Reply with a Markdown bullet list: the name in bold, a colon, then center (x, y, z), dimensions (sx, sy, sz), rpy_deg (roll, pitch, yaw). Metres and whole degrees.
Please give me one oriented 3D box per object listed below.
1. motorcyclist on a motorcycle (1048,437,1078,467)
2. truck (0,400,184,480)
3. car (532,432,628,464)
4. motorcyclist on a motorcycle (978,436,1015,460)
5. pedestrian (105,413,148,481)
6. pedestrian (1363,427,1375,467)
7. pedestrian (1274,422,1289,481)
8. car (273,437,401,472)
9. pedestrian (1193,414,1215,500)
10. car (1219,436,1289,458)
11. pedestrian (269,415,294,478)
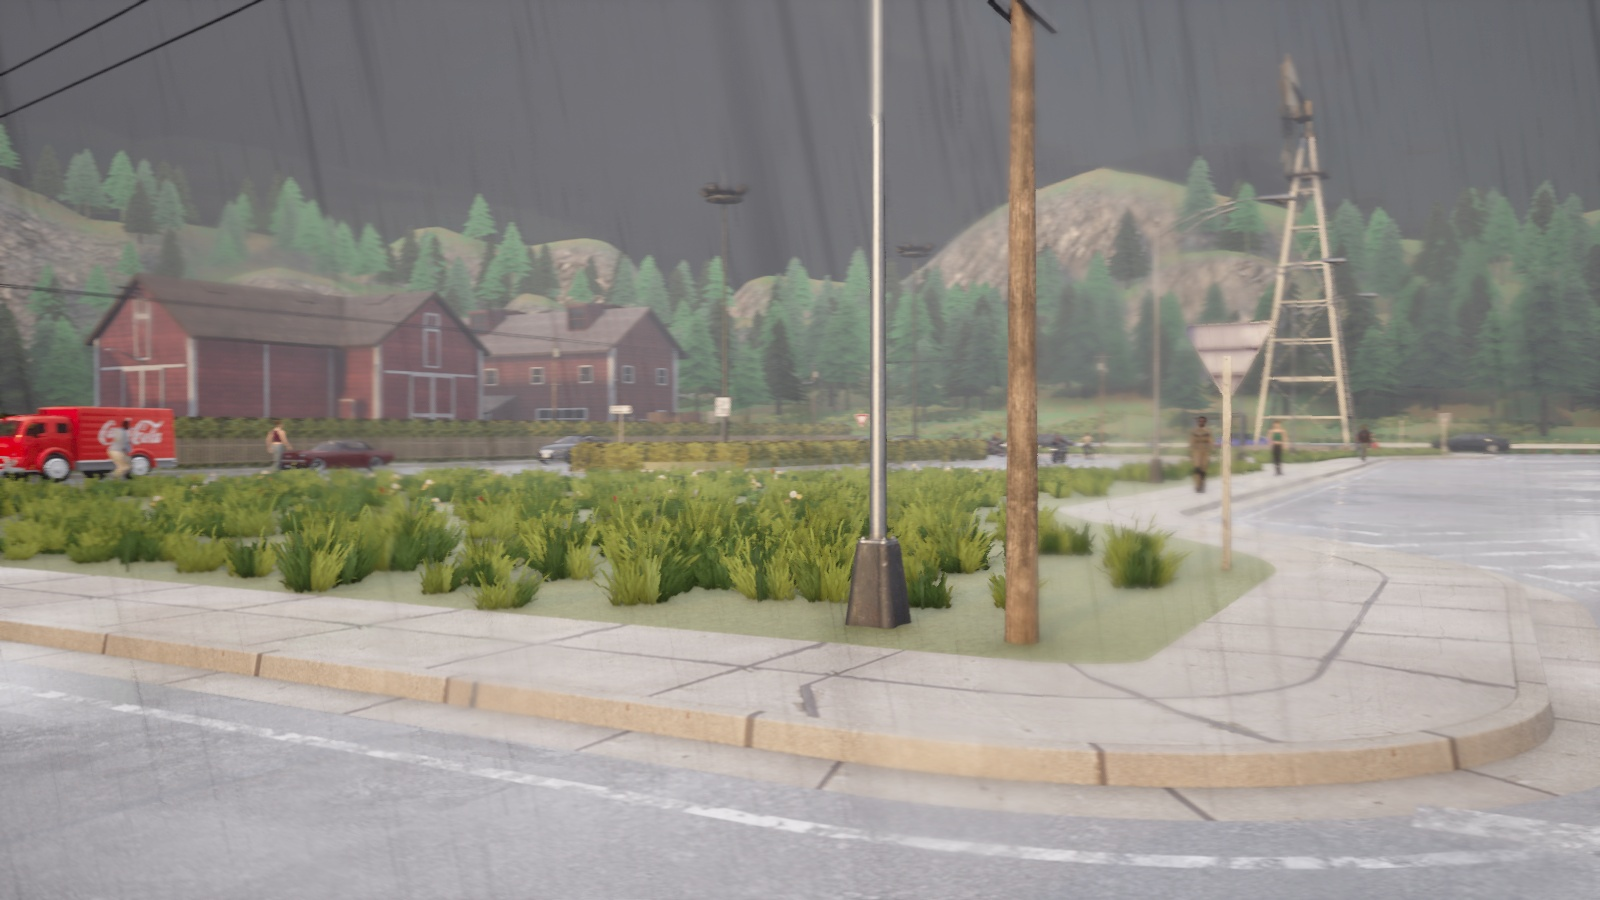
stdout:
- **motorcyclist on a motorcycle**: center (13.502, 0.084, 64.428), dimensions (0.866, 1.530, 2.191), rpy_deg (1, 1, 29)
- **truck**: center (-23.473, -0.353, 41.287), dimensions (2.627, 2.467, 5.204), rpy_deg (1, 1, 28)
- **car**: center (-11.030, -0.127, 63.323), dimensions (2.128, 1.511, 4.902), rpy_deg (1, 1, 30)
- **motorcyclist on a motorcycle**: center (12.803, -0.153, 81.870), dimensions (2.191, 1.530, 0.866), rpy_deg (1, 1, 40)
- **pedestrian**: center (-18.499, -0.088, 34.489), dimensions (0.900, 1.855, 0.874), rpy_deg (0, 1, -40)
- **pedestrian**: center (26.532, -0.140, 58.584), dimensions (0.431, 1.840, 0.703), rpy_deg (1, 1, 29)
- **pedestrian**: center (15.286, 0.042, 39.854), dimensions (0.345, 1.836, 0.594), rpy_deg (1, 1, 27)
- **car**: center (-18.457, 0.147, 50.295), dimensions (1.895, 1.301, 4.718), rpy_deg (1, 1, 30)
- **pedestrian**: center (9.284, 0.153, 28.851), dimensions (0.396, 1.930, 0.692), rpy_deg (1, 1, 23)
- **car**: center (33.358, -0.257, 92.249), dimensions (4.514, 1.525, 2.007), rpy_deg (1, 1, 30)
- **pedestrian**: center (-15.434, -0.108, 37.384), dimensions (0.345, 1.836, 0.594), rpy_deg (1, 1, 29)
